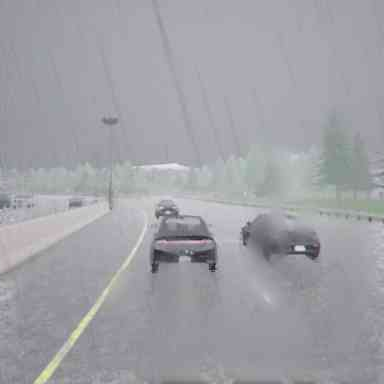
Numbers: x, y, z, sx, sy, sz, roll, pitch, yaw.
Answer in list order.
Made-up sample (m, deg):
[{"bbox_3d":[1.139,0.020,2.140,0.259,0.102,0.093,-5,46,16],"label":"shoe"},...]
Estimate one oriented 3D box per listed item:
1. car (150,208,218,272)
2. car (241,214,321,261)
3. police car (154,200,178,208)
[{"bbox_3d":[-0.323,1.498,10.803,2.128,1.511,4.902,0,0,-3],"label":"car"},{"bbox_3d":[3.096,1.525,12.265,1.812,1.442,4.674,0,0,-3],"label":"car"},{"bbox_3d":[-2.338,1.525,29.892,2.038,1.542,4.974,0,0,-9],"label":"police car"}]
